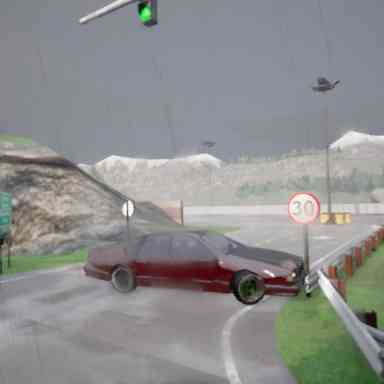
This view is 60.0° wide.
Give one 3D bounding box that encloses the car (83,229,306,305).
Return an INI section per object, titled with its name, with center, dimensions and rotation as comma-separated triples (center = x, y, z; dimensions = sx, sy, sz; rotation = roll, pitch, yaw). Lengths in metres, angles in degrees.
[car]
center = -0.071, 1.630, 8.067
dimensions = 5.357, 1.411, 2.033
rotation = -3, -1, 24
